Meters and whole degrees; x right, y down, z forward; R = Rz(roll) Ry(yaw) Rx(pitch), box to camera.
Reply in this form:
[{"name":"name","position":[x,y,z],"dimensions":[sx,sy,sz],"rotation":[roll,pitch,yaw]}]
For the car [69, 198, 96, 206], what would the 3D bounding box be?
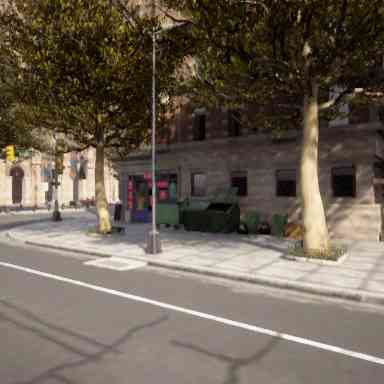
[{"name":"car","position":[-17.048,1.551,52.800],"dimensions":[1.895,1.301,4.718],"rotation":[0,0,36]}]
